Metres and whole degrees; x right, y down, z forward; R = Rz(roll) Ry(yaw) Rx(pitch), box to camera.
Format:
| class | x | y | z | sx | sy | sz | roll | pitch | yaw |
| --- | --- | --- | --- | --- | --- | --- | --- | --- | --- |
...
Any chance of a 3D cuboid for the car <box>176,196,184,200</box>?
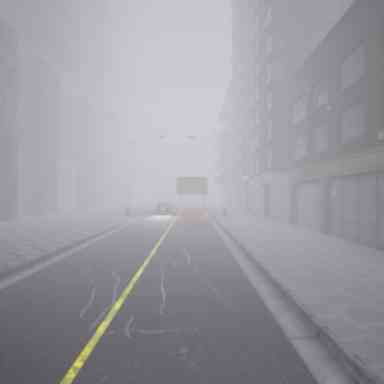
| class | x | y | z | sx | sy | sz | roll | pitch | yaw |
| --- | --- | --- | --- | --- | --- | --- | --- | --- | --- |
| car | -2.994 | 1.621 | 79.184 | 1.812 | 1.442 | 4.674 | 0 | 0 | 0 |

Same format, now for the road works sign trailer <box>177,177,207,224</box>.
| class | x | y | z | sx | sy | sz | roll | pitch | yaw |
| --- | --- | --- | --- | --- | --- | --- | --- | --- | --- |
| road works sign trailer | 0.000 | 0.600 | 25.758 | 2.380 | 3.560 | 2.880 | 0 | 0 | 0 |

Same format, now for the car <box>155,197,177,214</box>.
| class | x | y | z | sx | sy | sz | roll | pitch | yaw |
| --- | --- | --- | --- | --- | --- | --- | --- | --- | --- |
| car | -3.090 | 1.694 | 37.615 | 2.128 | 1.511 | 4.902 | 0 | 0 | 0 |
